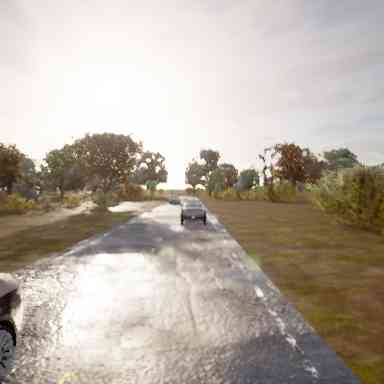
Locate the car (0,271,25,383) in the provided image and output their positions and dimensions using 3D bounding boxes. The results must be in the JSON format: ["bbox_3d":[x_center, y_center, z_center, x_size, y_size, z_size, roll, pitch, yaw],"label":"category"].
[{"bbox_3d":[-3.101,1.491,2.382,2.128,1.511,4.902,0,0,0],"label":"car"}]

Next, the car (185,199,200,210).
[{"bbox_3d":[0.092,1.580,43.354,1.895,1.301,4.718,0,0,0],"label":"car"}]

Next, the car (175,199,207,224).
[{"bbox_3d":[0.096,1.485,24.662,2.128,1.511,4.902,0,0,0],"label":"car"}]

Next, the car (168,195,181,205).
[{"bbox_3d":[-3.053,1.314,58.169,2.097,1.767,4.553,0,0,0],"label":"car"}]
